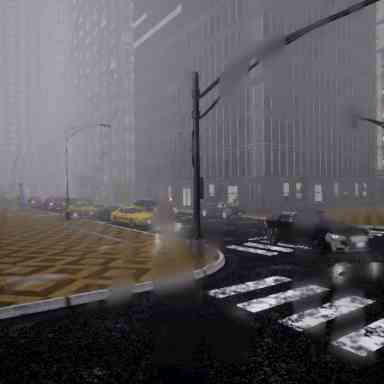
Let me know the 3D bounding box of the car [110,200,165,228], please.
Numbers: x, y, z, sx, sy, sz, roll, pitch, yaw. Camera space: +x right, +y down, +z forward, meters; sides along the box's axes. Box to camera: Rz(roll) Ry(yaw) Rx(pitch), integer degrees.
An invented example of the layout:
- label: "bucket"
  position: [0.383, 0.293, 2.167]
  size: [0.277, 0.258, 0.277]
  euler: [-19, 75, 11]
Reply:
- label: "car"
  position: [-4.043, 1.551, 22.821]
  size: [1.752, 1.417, 4.829]
  euler: [-1, 1, -36]

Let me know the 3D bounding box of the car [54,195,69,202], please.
- label: "car"
  position: [-26.853, 1.407, 68.233]
  size: [1.802, 1.307, 4.206]
  euler: [-1, 1, -36]

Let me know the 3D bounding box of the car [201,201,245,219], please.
- label: "car"
  position: [2.464, 1.455, 27.713]
  size: [2.008, 1.369, 4.403]
  euler: [-1, 1, -36]

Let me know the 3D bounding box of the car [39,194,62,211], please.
- label: "car"
  position: [-17.021, 1.429, 41.077]
  size: [1.967, 1.590, 4.097]
  euler: [-1, 1, -36]

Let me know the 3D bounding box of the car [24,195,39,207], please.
- label: "car"
  position: [-23.513, 1.411, 50.098]
  size: [1.967, 1.590, 4.097]
  euler: [-1, 1, -36]

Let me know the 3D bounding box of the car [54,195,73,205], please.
- label: "car"
  position: [-22.407, 1.358, 57.846]
  size: [1.882, 1.535, 5.008]
  euler: [-1, 1, -35]

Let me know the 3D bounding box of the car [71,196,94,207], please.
- label: "car"
  position: [-16.359, 1.402, 49.427]
  size: [1.837, 1.490, 4.892]
  euler: [-1, 1, -36]

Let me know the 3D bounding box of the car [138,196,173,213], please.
- label: "car"
  position: [-4.087, 1.328, 36.693]
  size: [1.967, 1.590, 4.097]
  euler: [-1, 1, -36]

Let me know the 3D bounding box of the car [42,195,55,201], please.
- label: "car"
  position: [-33.444, 1.331, 77.392]
  size: [1.752, 1.417, 4.829]
  euler: [-1, 1, -36]

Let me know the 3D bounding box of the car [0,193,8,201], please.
- label: "car"
  position: [-46.232, 1.448, 81.673]
  size: [1.887, 1.381, 4.507]
  euler: [-1, 1, -36]

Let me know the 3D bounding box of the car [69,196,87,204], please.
- label: "car"
  position: [-20.361, 1.388, 59.212]
  size: [1.887, 1.381, 4.507]
  euler: [-1, 1, -36]

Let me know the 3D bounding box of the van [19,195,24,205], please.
- label: "van"
  position: [-26.759, 1.302, 54.608]
  size: [1.690, 1.788, 3.998]
  euler: [-1, 1, -36]

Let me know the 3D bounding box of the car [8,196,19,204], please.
- label: "car"
  position: [-33.249, 1.493, 63.631]
  size: [2.008, 1.369, 4.403]
  euler: [-1, 1, -36]

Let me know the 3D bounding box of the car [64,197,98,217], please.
- label: "car"
  position: [-10.478, 1.533, 31.885]
  size: [1.752, 1.417, 4.829]
  euler: [-1, 1, -36]

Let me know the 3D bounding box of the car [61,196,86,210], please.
- label: "car"
  position: [-14.583, 1.459, 41.955]
  size: [1.837, 1.490, 4.892]
  euler: [-1, 0, -35]

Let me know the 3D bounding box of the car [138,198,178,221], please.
- label: "car"
  position: [-2.978, 1.337, 25.778]
  size: [2.097, 1.767, 4.553]
  euler: [-1, 1, -36]

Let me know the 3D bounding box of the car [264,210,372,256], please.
- label: "car"
  position: [4.755, 1.498, 13.287]
  size: [2.128, 1.511, 4.902]
  euler: [0, 0, -20]

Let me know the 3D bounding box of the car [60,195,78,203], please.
- label: "car"
  position: [-23.607, 1.385, 63.722]
  size: [2.008, 1.369, 4.403]
  euler: [-1, 1, -36]

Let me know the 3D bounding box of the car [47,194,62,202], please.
- label: "car"
  position: [-30.099, 1.255, 72.743]
  size: [1.967, 1.590, 4.097]
  euler: [-1, 1, -36]
